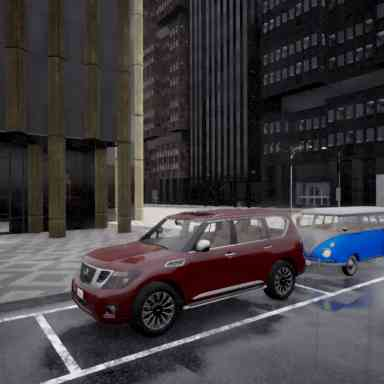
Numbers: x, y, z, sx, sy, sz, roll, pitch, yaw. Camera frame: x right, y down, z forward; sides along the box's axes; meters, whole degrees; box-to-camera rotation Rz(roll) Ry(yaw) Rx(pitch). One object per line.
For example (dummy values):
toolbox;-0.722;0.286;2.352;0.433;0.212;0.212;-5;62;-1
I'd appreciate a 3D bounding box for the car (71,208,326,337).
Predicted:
car;0.238;1.315;6.830;5.009;1.841;2.192;0;0;-36

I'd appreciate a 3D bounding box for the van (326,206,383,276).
van;4.734;1.341;10.041;3.998;1.788;1.690;0;0;-36
